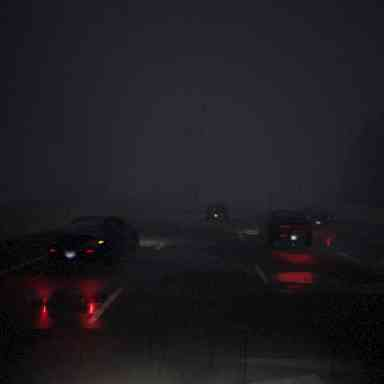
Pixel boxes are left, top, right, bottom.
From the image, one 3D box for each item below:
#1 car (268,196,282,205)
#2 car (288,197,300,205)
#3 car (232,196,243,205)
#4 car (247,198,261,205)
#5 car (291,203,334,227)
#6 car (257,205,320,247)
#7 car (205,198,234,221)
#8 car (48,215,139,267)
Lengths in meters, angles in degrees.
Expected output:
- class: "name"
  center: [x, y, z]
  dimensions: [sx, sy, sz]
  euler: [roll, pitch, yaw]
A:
- class: "car"
  center: [15.813, 1.568, 63.413]
  dimensions: [2.097, 1.767, 4.553]
  euler: [1, 0, 22]
- class: "car"
  center: [19.314, 1.742, 62.825]
  dimensions: [1.882, 1.535, 5.008]
  euler: [0, 0, 23]
- class: "car"
  center: [8.624, 1.621, 64.375]
  dimensions: [1.837, 1.490, 4.892]
  euler: [0, 0, 22]
- class: "car"
  center: [12.043, 1.764, 64.107]
  dimensions: [1.895, 1.301, 4.718]
  euler: [1, 0, 22]
- class: "car"
  center: [8.532, 1.718, 23.738]
  dimensions: [1.895, 1.301, 4.718]
  euler: [1, 0, 9]
- class: "car"
  center: [4.248, 1.563, 15.555]
  dimensions: [1.837, 1.490, 4.892]
  euler: [0, 0, 5]
- class: "car"
  center: [2.191, 1.534, 27.408]
  dimensions: [1.837, 1.490, 4.892]
  euler: [0, 0, 9]
- class: "car"
  center: [-3.092, 1.483, 11.154]
  dimensions: [1.812, 1.442, 4.674]
  euler: [1, 0, 4]
